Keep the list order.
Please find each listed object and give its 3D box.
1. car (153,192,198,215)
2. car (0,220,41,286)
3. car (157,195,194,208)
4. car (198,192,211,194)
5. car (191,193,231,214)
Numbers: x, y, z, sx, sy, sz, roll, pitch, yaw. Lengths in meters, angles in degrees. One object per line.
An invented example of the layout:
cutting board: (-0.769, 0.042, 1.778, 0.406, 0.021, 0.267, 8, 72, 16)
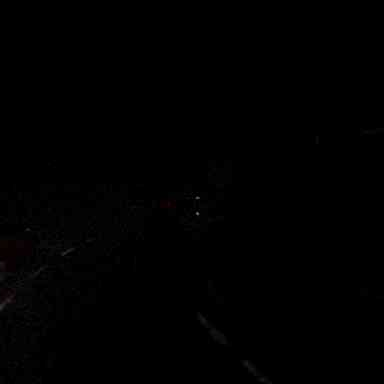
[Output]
car: (-1.645, 1.092, 30.569, 2.097, 1.767, 4.553, -1, 1, 28)
car: (-5.715, 1.493, 9.194, 1.882, 1.535, 5.008, -2, 1, -10)
car: (-2.056, 1.175, 43.558, 2.033, 1.411, 5.357, -1, 1, 33)
car: (1.060, 0.745, 41.927, 2.097, 1.767, 4.553, -1, 1, 33)
car: (2.220, 1.146, 30.417, 1.882, 1.535, 5.008, -1, 1, 30)
